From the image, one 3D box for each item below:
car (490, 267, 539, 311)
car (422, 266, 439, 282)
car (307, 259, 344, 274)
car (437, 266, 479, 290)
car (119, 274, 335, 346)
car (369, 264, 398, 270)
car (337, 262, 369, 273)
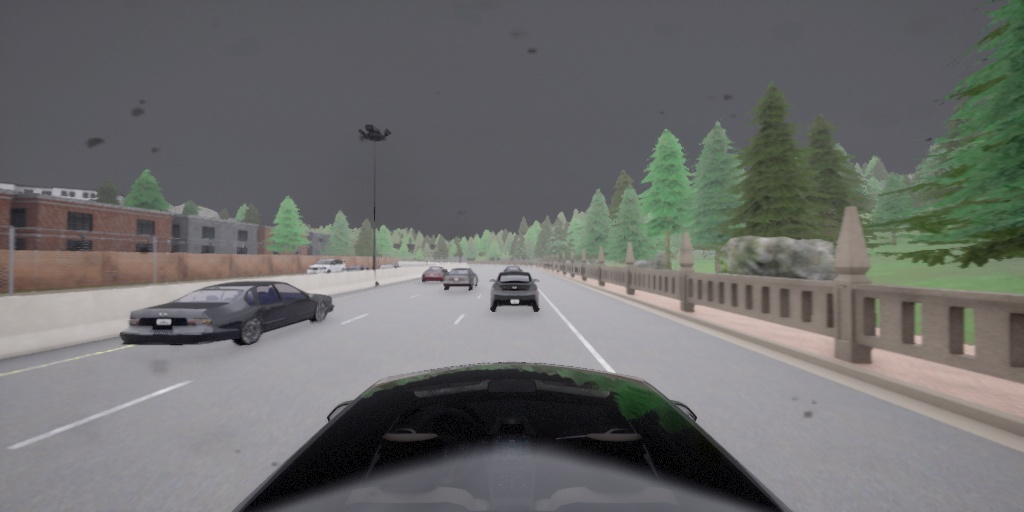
[{"bbox_3d":[0.104,1.397,15.341,1.837,1.490,4.892,0,0,0],"label":"car"},{"bbox_3d":[-6.895,1.636,32.958,1.994,1.385,4.181,0,-1,0],"label":"car"},{"bbox_3d":[-21.075,1.380,41.140,2.150,2.045,5.566,0,-1,0],"label":"car"},{"bbox_3d":[-3.396,1.532,24.457,2.033,1.411,5.357,0,-1,0],"label":"car"},{"bbox_3d":[-6.897,1.379,9.613,2.033,1.411,5.357,0,-1,0],"label":"car"},{"bbox_3d":[-14.080,1.675,40.535,1.812,1.442,4.674,0,-1,0],"label":"car"},{"bbox_3d":[-17.577,1.714,40.635,1.994,1.385,4.181,0,-1,0],"label":"car"}]
